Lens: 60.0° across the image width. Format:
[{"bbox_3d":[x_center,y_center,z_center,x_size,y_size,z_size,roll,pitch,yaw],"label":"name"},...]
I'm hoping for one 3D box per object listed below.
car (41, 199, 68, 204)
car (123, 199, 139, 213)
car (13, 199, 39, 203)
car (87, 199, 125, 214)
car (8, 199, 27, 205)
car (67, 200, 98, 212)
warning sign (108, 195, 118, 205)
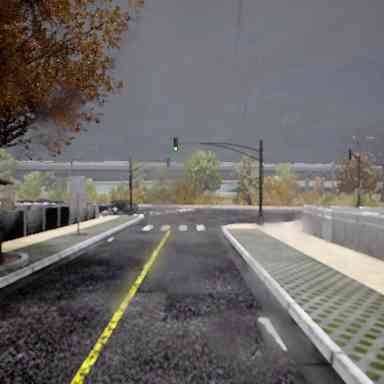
[{"bbox_3d":[-18.974,1.977,47.457,4.553,1.767,2.097,-1,1,36],"label":"car"},{"bbox_3d":[-9.160,1.776,44.339,4.553,1.767,2.097,-1,1,36],"label":"car"},{"bbox_3d":[-30.026,2.241,59.595,4.674,1.442,1.812,-1,1,36],"label":"car"},{"bbox_3d":[-11.299,2.009,41.880,4.902,1.511,2.128,-1,1,36],"label":"car"},{"bbox_3d":[-38.991,2.211,74.166,4.718,1.301,1.895,-1,1,36],"label":"car"},{"bbox_3d":[-16.438,2.029,49.636,4.892,1.490,1.837,0,1,36],"label":"car"},{"bbox_3d":[-14.251,1.423,59.740,1.060,1.860,1.300,1,1,36],"label":"warning sign"}]
